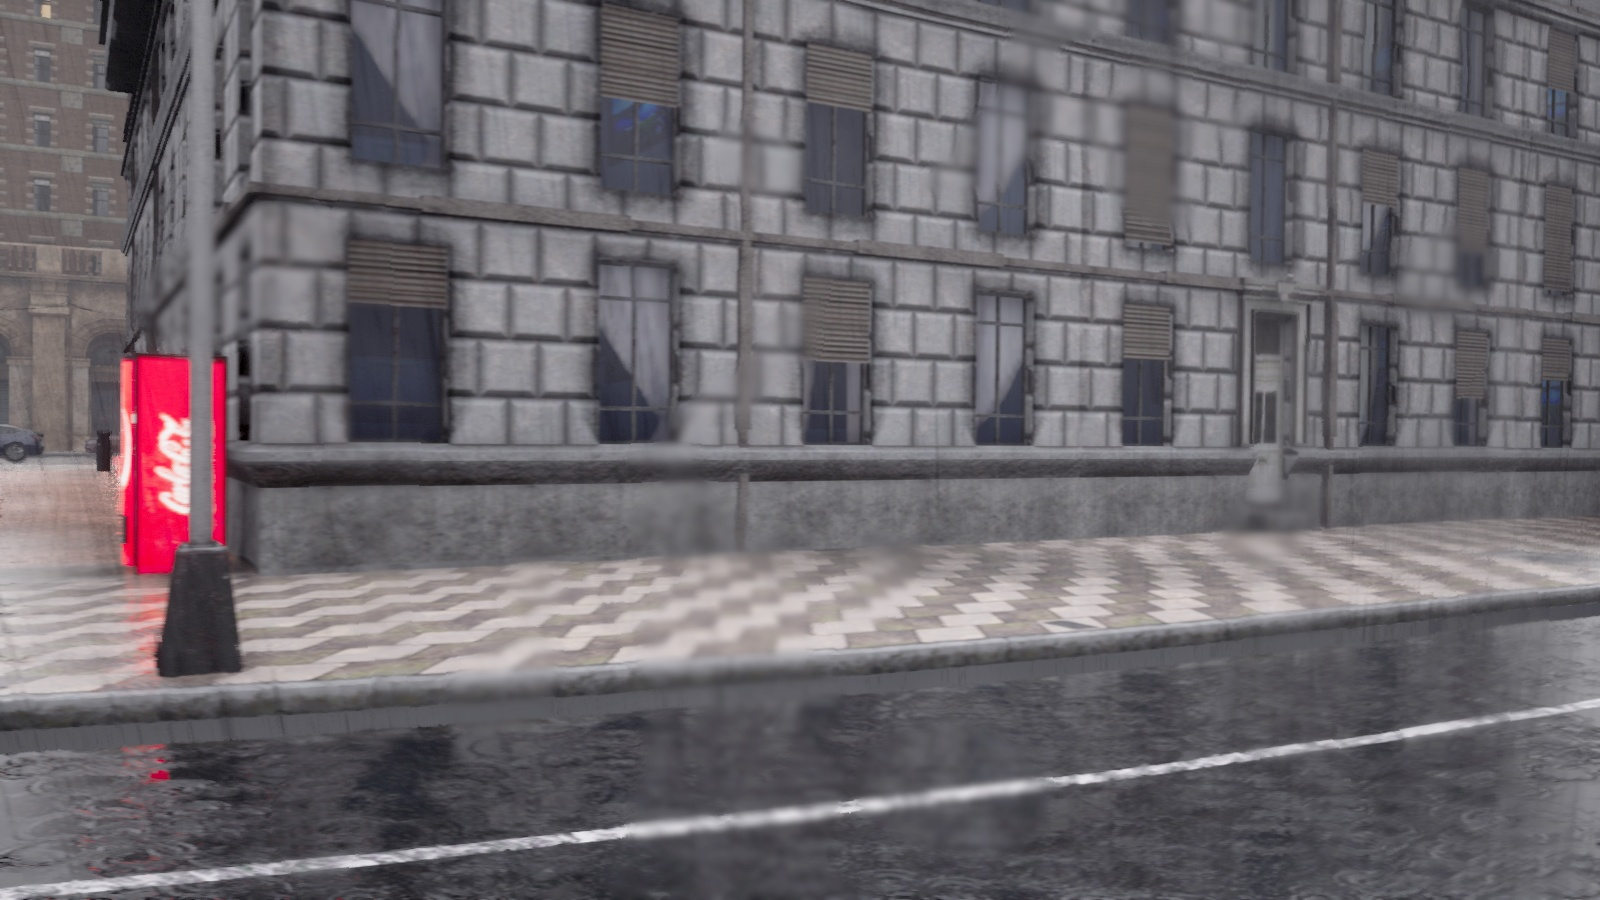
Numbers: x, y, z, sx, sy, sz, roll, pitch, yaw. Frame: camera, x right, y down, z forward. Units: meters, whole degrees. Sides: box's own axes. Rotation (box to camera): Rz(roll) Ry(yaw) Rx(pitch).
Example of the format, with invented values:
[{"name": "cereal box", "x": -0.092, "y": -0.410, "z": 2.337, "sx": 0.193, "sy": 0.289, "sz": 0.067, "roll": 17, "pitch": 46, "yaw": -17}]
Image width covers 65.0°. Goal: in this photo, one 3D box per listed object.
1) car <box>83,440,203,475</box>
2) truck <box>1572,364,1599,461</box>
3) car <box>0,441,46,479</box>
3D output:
[{"name": "car", "x": -29.438, "y": 0.293, "z": 56.275, "sx": 4.674, "sy": 1.442, "sz": 1.812, "roll": -1, "pitch": 1, "yaw": -30}, {"name": "truck", "x": 34.552, "y": -1.483, "z": 47.802, "sx": 2.891, "sy": 3.827, "sz": 8.468, "roll": -1, "pitch": 1, "yaw": -30}, {"name": "car", "x": -32.972, "y": 0.399, "z": 50.202, "sx": 4.792, "sy": 1.488, "sz": 2.163, "roll": -1, "pitch": 1, "yaw": -30}]
